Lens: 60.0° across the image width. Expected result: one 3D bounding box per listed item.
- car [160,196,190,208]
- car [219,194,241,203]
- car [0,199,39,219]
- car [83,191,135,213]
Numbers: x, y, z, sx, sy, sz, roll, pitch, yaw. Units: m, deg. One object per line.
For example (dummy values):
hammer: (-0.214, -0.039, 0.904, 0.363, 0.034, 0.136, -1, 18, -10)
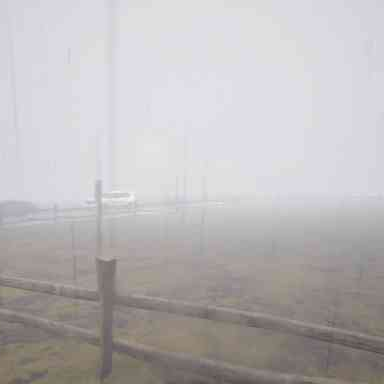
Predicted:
car: (-2.106, 1.161, 41.536, 1.994, 1.385, 4.181, 1, 1, 35)
car: (6.021, 0.996, 52.664, 1.994, 1.385, 4.181, 1, 1, 36)
car: (-14.074, 1.343, 24.956, 1.837, 1.490, 4.892, 1, 1, 36)
car: (-8.095, 0.941, 33.231, 2.150, 2.045, 5.566, 1, 1, 36)
